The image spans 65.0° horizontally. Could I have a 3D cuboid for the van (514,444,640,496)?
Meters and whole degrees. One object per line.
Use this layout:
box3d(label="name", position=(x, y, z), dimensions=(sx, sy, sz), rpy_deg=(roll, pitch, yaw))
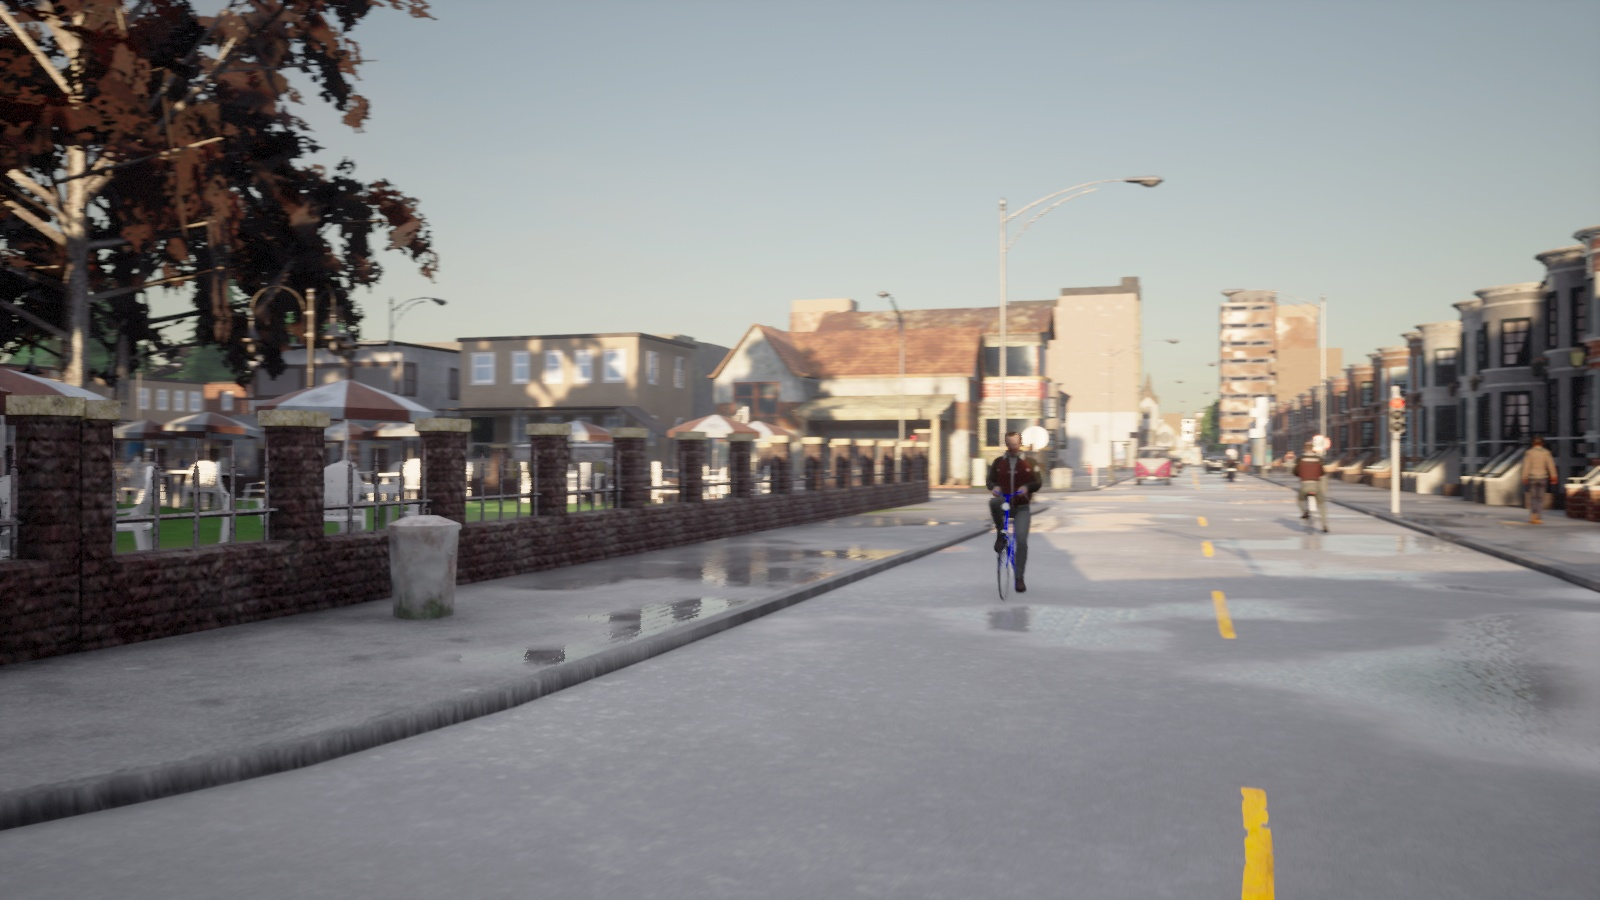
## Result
box3d(label="van", position=(-8.628, 0.768, 48.645), dimensions=(4.442, 1.987, 1.775), rpy_deg=(0, 0, 16))

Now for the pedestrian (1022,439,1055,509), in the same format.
box3d(label="pedestrian", position=(6.456, 0.648, 34.011), dimensions=(0.563, 1.883, 0.849), rpy_deg=(0, 0, 37))

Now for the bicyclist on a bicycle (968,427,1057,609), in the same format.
box3d(label="bicyclist on a bicycle", position=(2.270, 0.671, 13.249), dimensions=(0.659, 1.776, 1.843), rpy_deg=(0, -1, 18))

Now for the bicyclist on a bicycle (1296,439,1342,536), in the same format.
box3d(label="bicyclist on a bicycle", position=(9.882, 0.692, 23.968), dimensions=(0.659, 1.776, 1.843), rpy_deg=(0, 0, 18))

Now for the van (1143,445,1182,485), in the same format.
box3d(label="van", position=(18.575, 0.736, 64.297), dimensions=(1.775, 1.987, 4.442), rpy_deg=(0, 0, 18))

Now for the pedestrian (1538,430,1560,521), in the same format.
box3d(label="pedestrian", position=(15.105, 0.512, 25.334), dimensions=(0.328, 1.805, 0.869), rpy_deg=(0, 0, 27))
